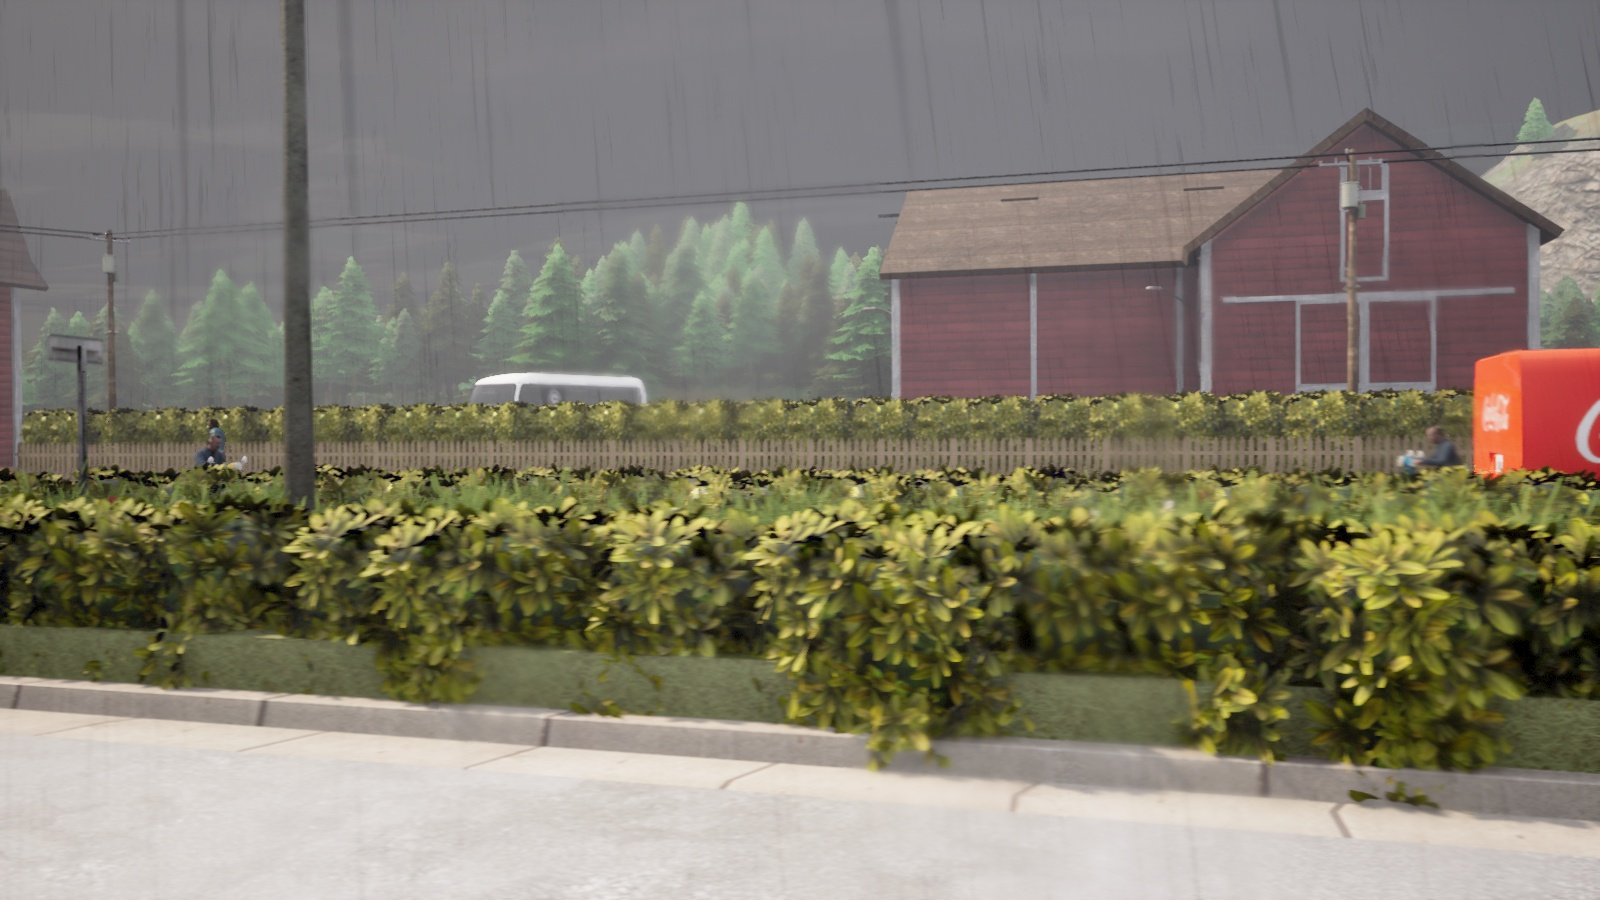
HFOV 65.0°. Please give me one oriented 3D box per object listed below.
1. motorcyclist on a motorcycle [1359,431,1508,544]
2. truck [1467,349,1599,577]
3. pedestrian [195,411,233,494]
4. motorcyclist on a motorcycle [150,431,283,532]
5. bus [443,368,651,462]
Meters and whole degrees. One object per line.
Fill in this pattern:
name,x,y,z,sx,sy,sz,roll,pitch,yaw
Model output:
motorcyclist on a motorcycle,9.237,0.517,18.390,1.817,1.590,0.866,0,1,17
truck,10.775,0.137,14.272,5.204,2.467,2.627,0,1,17
pedestrian,-13.634,0.051,29.211,0.692,1.930,0.396,0,1,17
motorcyclist on a motorcycle,-9.433,0.481,20.314,1.817,1.590,0.866,0,1,17
bus,-12.207,-1.671,61.936,3.944,4.253,10.273,0,1,33
